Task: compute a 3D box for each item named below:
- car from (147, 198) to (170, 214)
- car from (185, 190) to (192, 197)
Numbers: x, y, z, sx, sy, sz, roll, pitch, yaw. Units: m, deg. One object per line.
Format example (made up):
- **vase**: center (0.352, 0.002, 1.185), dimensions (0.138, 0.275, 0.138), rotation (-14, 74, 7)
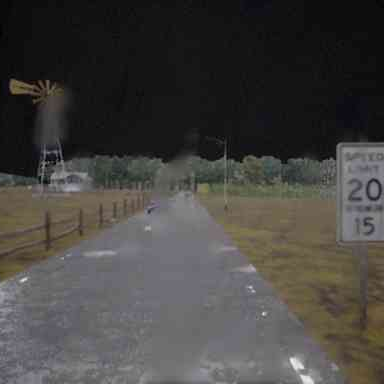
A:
- **car**: center (-3.069, 1.273, 31.613), dimensions (2.033, 1.411, 5.357), rotation (0, 1, -1)
- **car**: center (-0.905, 0.536, 87.717), dimensions (2.033, 1.411, 5.357), rotation (0, 1, -1)
